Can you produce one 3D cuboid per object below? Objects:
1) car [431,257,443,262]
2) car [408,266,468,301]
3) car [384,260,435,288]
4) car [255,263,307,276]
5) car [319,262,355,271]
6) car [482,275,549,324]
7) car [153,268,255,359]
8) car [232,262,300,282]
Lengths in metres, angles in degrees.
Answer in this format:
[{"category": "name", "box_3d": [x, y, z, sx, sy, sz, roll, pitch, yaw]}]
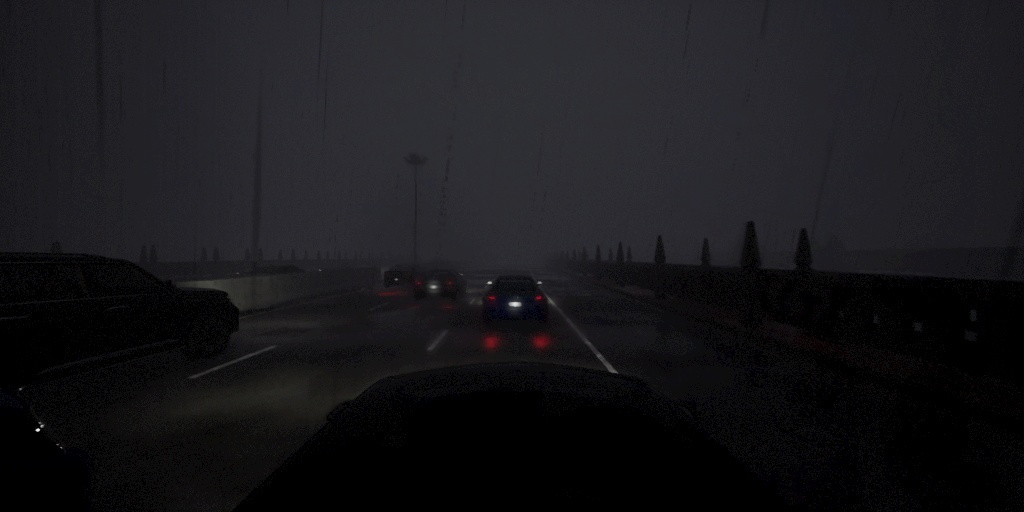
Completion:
[{"category": "car", "box_3d": [-12.903, 1.255, 61.373, 1.837, 1.490, 4.892, 0, 0, 2]}, {"category": "car", "box_3d": [-3.373, 1.314, 17.513, 1.994, 1.385, 4.181, 0, 0, 0]}, {"category": "car", "box_3d": [-6.790, 1.228, 23.671, 1.882, 1.535, 5.008, 0, 0, 1]}, {"category": "car", "box_3d": [-14.030, 1.255, 21.103, 1.837, 1.490, 4.892, 0, 0, 1]}, {"category": "car", "box_3d": [-17.202, 1.277, 35.481, 1.812, 1.442, 4.674, 0, 0, 2]}, {"category": "car", "box_3d": [0.099, 1.314, 11.980, 1.994, 1.385, 4.181, 0, 0, 0]}, {"category": "car", "box_3d": [-6.901, 0.971, 5.263, 2.150, 2.045, 5.566, 0, 0, 0]}, {"category": "car", "box_3d": [-20.842, 1.298, 30.728, 2.033, 1.411, 5.357, 0, 0, 2]}]
